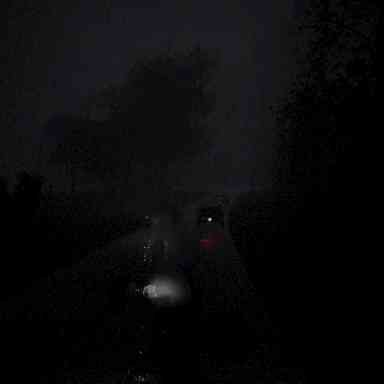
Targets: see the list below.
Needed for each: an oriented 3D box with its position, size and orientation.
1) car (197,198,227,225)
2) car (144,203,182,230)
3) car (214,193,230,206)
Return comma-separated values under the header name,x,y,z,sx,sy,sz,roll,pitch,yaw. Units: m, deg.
name,x,y,z,sx,sy,sz,roll,pitch,yaw
car,1.390,1.480,23.963,1.837,1.490,4.892,0,1,6
car,-1.795,1.479,21.554,2.128,1.511,4.902,1,1,5
car,3.742,0.906,41.853,2.128,1.511,4.902,1,3,9
